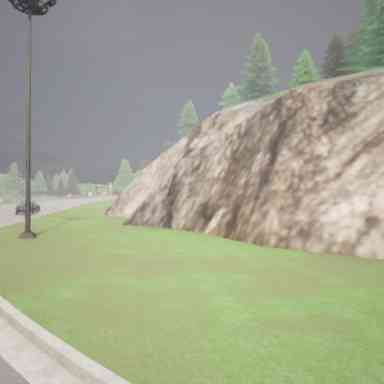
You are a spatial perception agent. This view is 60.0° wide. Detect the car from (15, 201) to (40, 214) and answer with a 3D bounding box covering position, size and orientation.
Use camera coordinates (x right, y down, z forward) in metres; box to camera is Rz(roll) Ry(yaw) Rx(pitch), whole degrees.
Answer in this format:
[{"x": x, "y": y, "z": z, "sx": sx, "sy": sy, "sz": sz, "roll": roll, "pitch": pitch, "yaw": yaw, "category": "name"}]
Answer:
[{"x": -19.177, "y": 1.754, "z": 38.995, "sx": 2.128, "sy": 1.511, "sz": 4.902, "roll": 0, "pitch": -1, "yaw": -13, "category": "car"}]
